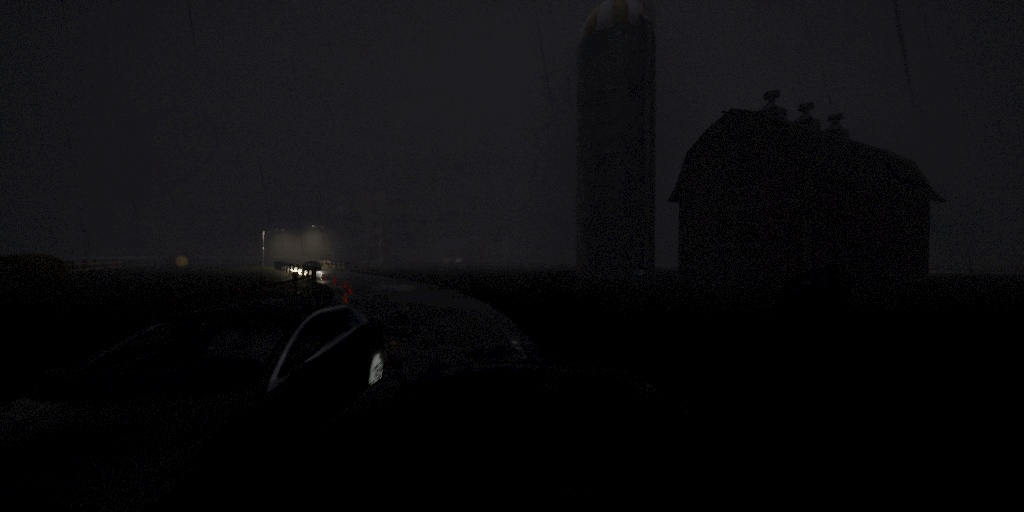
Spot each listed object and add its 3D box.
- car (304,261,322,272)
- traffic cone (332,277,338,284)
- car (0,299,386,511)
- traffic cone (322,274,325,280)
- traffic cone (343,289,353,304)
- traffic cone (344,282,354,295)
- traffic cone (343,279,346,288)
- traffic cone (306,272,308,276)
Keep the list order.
[{"bbox_3d":[-28.251,1.422,50.849,1.837,1.490,4.892,0,0,-37],"label":"car"},{"bbox_3d":[-13.708,1.857,27.777,0.340,0.580,0.340,0,0,-36],"label":"traffic cone"},{"bbox_3d":[-2.658,1.254,3.570,2.128,1.511,4.902,0,0,-6],"label":"car"},{"bbox_3d":[-16.683,1.865,31.789,0.340,0.580,0.340,0,0,-37],"label":"traffic cone"},{"bbox_3d":[-7.068,1.797,15.216,0.340,0.580,0.340,0,0,-19],"label":"traffic cone"},{"bbox_3d":[-8.860,1.821,19.617,0.340,0.580,0.340,0,0,-25],"label":"traffic cone"},{"bbox_3d":[-11.081,1.840,23.817,0.340,0.580,0.340,0,0,-31],"label":"traffic cone"},{"bbox_3d":[-22.638,1.875,39.824,0.340,0.580,0.340,0,0,-37],"label":"traffic cone"}]
